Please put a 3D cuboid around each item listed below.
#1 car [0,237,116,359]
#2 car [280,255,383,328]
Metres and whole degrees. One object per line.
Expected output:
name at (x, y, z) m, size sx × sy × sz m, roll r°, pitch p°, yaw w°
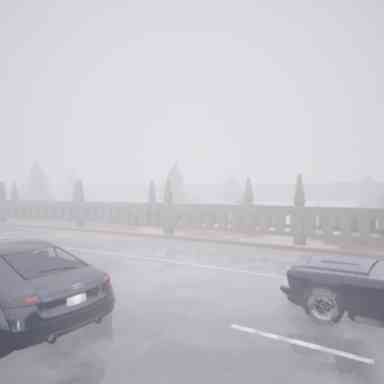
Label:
car at (-3.378, 1.531, 5.922) m, size 4.181 × 1.385 × 1.994 m, roll 0°, pitch 0°, yaw 32°
car at (3.927, 1.575, 5.341) m, size 4.718 × 1.301 × 1.895 m, roll 0°, pitch 0°, yaw 35°
